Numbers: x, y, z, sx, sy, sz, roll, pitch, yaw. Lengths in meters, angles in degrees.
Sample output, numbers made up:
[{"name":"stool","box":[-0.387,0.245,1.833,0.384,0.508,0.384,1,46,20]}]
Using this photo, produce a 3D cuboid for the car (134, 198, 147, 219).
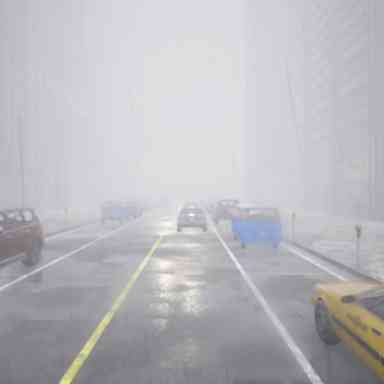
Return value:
[{"name":"car","box":[-5.921,1.475,31.426,2.192,1.841,5.009,0,0,0]}]

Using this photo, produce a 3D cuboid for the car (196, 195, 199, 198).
[{"name":"car","box":[2.395,1.870,70.913,1.752,1.417,4.829,0,0,0]}]

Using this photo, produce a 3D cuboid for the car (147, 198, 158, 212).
[{"name":"car","box":[-5.980,1.766,42.643,2.008,1.369,4.403,0,0,0]}]

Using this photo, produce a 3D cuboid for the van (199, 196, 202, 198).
[{"name":"van","box":[2.486,1.601,53.917,1.690,1.788,3.998,0,0,0]}]

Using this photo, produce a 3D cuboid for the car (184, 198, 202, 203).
[{"name":"car","box":[-0.114,1.763,40.951,1.994,1.385,4.181,0,0,0]}]

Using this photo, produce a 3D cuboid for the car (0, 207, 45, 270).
[{"name":"car","box":[-5.802,1.367,8.988,2.192,1.841,5.009,0,0,0]}]

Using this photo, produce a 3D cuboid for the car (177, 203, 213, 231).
[{"name":"car","box":[-0.009,1.650,21.387,2.033,1.411,5.357,0,0,0]}]

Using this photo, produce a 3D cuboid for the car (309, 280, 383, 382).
[{"name":"car","box":[2.752,1.539,3.606,1.752,1.417,4.829,0,0,0]}]

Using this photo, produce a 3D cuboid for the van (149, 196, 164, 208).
[{"name":"van","box":[-6.039,1.613,53.863,1.690,1.788,3.998,0,0,0]}]

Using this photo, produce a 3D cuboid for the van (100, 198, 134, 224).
[{"name":"van","box":[-5.891,1.474,25.817,1.690,1.788,3.998,0,0,0]}]

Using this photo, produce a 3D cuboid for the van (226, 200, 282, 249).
[{"name":"van","box":[2.694,1.408,14.654,1.690,1.788,3.998,0,0,0]}]

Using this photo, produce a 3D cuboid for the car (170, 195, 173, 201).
[{"name":"car","box":[-6.187,1.942,81.739,1.752,1.417,4.829,0,0,0]}]

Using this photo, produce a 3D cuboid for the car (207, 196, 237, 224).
[{"name":"car","box":[2.634,1.436,25.872,2.192,1.841,5.009,0,0,0]}]

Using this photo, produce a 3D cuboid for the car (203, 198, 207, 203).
[{"name":"car","box":[2.575,1.721,37.089,1.887,1.381,4.507,0,0,0]}]

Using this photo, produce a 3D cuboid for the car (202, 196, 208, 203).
[{"name":"car","box":[2.545,1.644,42.698,1.967,1.590,4.097,0,0,0]}]

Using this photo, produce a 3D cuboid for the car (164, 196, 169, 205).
[{"name":"car","box":[-6.099,1.768,65.082,1.967,1.590,4.097,0,0,0]}]
